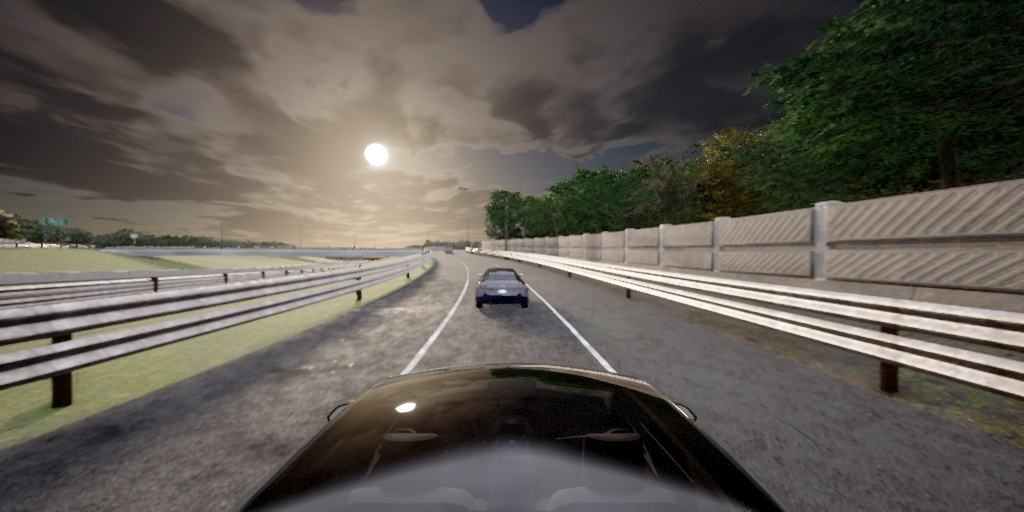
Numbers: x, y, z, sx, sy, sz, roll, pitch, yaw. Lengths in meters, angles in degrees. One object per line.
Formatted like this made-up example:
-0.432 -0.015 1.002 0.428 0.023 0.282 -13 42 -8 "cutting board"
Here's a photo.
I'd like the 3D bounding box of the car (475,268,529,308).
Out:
-0.464 1.184 14.633 1.994 1.385 4.181 0 1 -4 "car"
